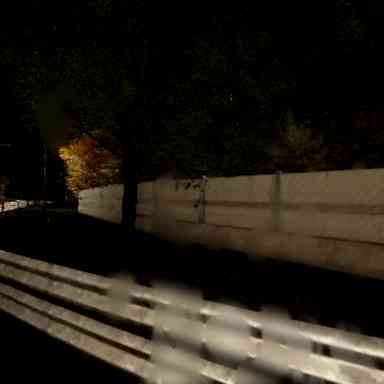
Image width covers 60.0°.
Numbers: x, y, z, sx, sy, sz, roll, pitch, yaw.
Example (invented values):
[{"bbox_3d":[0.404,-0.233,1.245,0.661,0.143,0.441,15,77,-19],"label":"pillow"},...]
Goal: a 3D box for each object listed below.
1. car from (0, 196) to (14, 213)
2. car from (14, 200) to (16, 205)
[{"bbox_3d":[-23.918,1.532,40.873,2.150,2.045,5.566,2,-1,-19],"label":"car"},{"bbox_3d":[-36.783,2.023,67.051,1.895,1.301,4.718,2,-2,-20],"label":"car"}]
